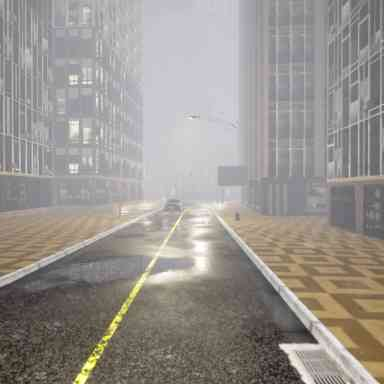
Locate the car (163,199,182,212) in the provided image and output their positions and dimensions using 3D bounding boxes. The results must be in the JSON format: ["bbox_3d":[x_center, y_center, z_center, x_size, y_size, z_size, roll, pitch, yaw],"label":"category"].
[{"bbox_3d":[-2.167,1.540,38.552,1.837,1.490,4.892,0,-1,2],"label":"car"}]
